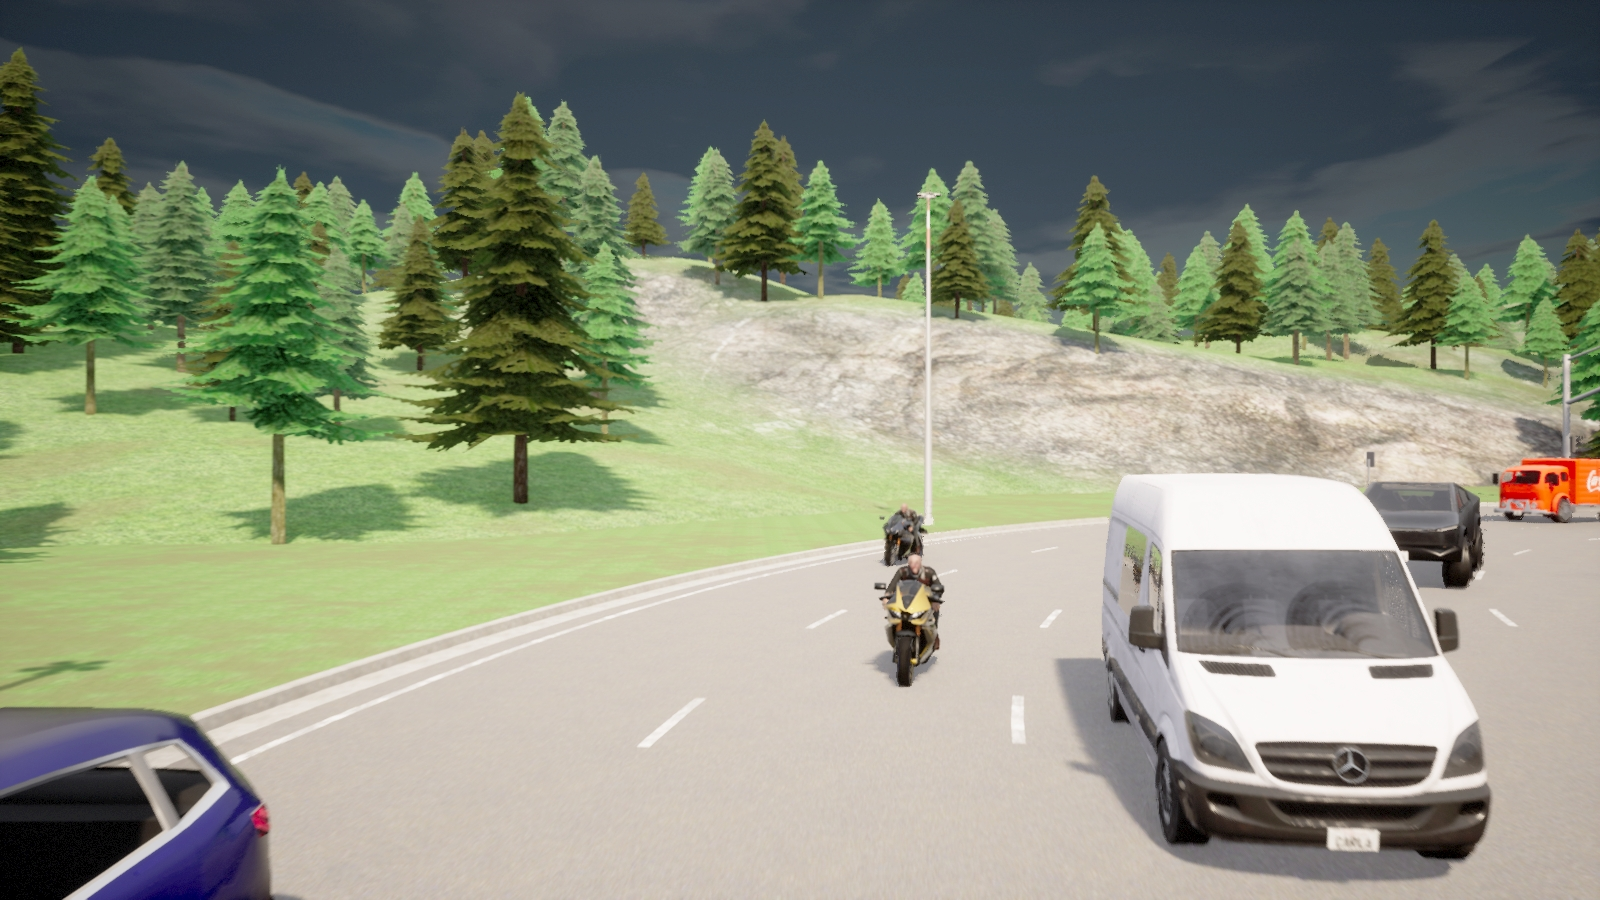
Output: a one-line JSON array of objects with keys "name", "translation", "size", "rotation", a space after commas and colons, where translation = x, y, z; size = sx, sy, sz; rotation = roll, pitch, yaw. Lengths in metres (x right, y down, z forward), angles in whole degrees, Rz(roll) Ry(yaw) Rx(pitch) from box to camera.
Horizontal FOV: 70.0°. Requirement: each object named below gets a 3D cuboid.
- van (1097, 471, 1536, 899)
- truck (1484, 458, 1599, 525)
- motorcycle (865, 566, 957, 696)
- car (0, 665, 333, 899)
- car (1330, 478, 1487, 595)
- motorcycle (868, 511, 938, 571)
[{"name": "van", "translation": [3.899, 1.530, 9.935], "size": [1.988, 2.561, 5.915], "rotation": [-1, 0, 9]}, {"name": "truck", "translation": [29.538, 1.558, 44.378], "size": [5.204, 2.467, 2.627], "rotation": [0, 0, -25]}, {"name": "motorcycle", "translation": [1.428, 2.198, 14.301], "size": [0.867, 1.251, 2.209], "rotation": [1, 0, 13]}, {"name": "car", "translation": [-3.626, 1.964, 3.678], "size": [2.242, 1.667, 4.611], "rotation": [0, 0, 2]}, {"name": "car", "translation": [13.594, 1.745, 25.279], "size": [2.390, 2.098, 6.274], "rotation": [0, 0, 34]}, {"name": "motorcycle", "translation": [2.532, 2.192, 27.866], "size": [0.867, 1.251, 2.209], "rotation": [2, 1, 28]}]
